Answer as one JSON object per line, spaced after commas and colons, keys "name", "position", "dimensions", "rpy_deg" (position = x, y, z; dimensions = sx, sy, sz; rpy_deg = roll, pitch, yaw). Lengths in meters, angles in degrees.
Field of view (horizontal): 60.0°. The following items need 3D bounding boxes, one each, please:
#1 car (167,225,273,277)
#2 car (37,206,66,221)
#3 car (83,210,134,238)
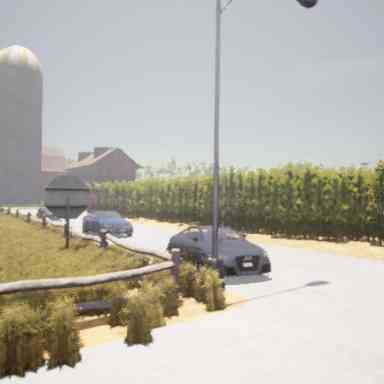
{"name": "car", "position": [0.699, 1.780, 10.687], "dimensions": [1.994, 1.385, 4.181], "rpy_deg": [1, -1, -24]}
{"name": "car", "position": [-12.941, 1.898, 30.823], "dimensions": [2.033, 1.411, 5.357], "rpy_deg": [1, -1, -35]}
{"name": "car", "position": [-5.131, 1.839, 19.923], "dimensions": [1.812, 1.442, 4.674], "rpy_deg": [1, -1, -36]}
